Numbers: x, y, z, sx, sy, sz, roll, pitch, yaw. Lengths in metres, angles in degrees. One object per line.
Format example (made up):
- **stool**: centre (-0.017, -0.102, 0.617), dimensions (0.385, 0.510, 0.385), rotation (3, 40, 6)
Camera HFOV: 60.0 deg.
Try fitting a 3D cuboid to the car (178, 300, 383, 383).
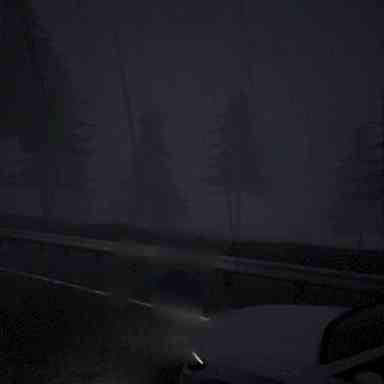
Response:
- **car**: centre (2.063, 1.524, 2.449), dimensions (4.674, 1.442, 1.812), rotation (0, 0, 35)
